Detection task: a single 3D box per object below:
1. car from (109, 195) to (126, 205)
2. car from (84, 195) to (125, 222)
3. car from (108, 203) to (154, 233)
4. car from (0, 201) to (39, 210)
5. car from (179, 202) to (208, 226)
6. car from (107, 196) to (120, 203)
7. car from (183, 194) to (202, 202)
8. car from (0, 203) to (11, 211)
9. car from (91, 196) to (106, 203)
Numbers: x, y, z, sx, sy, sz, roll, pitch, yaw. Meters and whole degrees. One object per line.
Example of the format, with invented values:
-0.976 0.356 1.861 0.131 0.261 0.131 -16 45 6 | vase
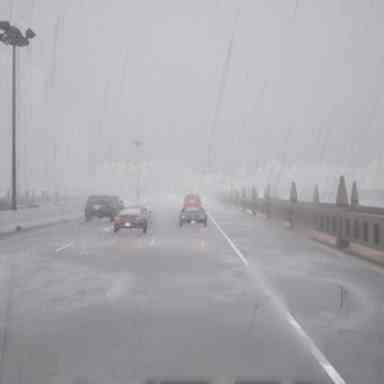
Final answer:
-14.075 1.455 63.061 2.097 1.767 4.553 0 0 0 | car
-6.923 1.266 26.887 2.150 2.045 5.566 0 0 0 | car
-3.417 1.558 19.985 1.812 1.442 4.674 0 0 0 | car
-17.620 1.625 34.646 1.994 1.385 4.181 0 0 0 | car
0.080 1.637 23.629 1.895 1.301 4.718 0 0 0 | car
-17.566 1.670 74.757 1.994 1.385 4.181 0 0 0 | car
0.075 1.286 41.900 2.150 2.045 5.566 0 0 0 | car
-14.117 1.640 21.558 1.895 1.301 4.718 0 0 0 | car
-21.066 1.617 75.170 1.837 1.490 4.892 0 0 0 | car
